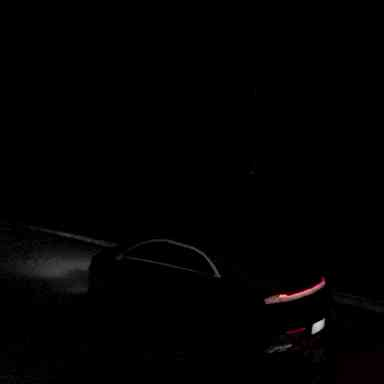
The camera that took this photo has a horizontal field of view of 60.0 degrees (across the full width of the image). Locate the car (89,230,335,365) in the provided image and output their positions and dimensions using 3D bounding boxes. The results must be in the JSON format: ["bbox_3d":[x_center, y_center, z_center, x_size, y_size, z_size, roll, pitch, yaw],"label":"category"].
[{"bbox_3d":[-0.095,1.435,5.870,2.128,1.511,4.902,-1,1,-43],"label":"car"}]
